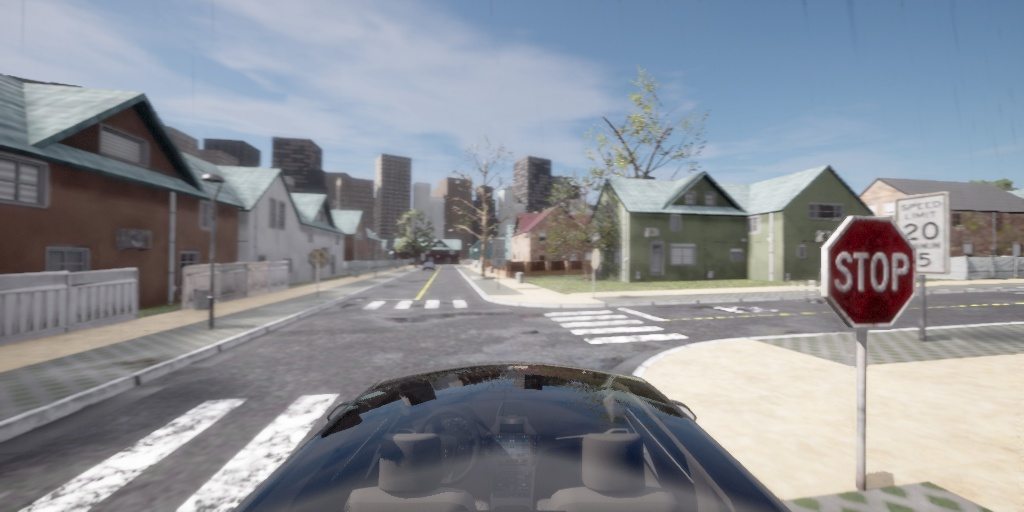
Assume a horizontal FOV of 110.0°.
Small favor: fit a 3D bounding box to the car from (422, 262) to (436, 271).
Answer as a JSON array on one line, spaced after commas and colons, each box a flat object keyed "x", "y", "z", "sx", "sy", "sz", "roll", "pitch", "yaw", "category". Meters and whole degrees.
[{"x": -13.039, "y": 1.650, "z": 56.508, "sx": 2.033, "sy": 1.411, "sz": 5.357, "roll": 1, "pitch": -1, "yaw": -10, "category": "car"}]
